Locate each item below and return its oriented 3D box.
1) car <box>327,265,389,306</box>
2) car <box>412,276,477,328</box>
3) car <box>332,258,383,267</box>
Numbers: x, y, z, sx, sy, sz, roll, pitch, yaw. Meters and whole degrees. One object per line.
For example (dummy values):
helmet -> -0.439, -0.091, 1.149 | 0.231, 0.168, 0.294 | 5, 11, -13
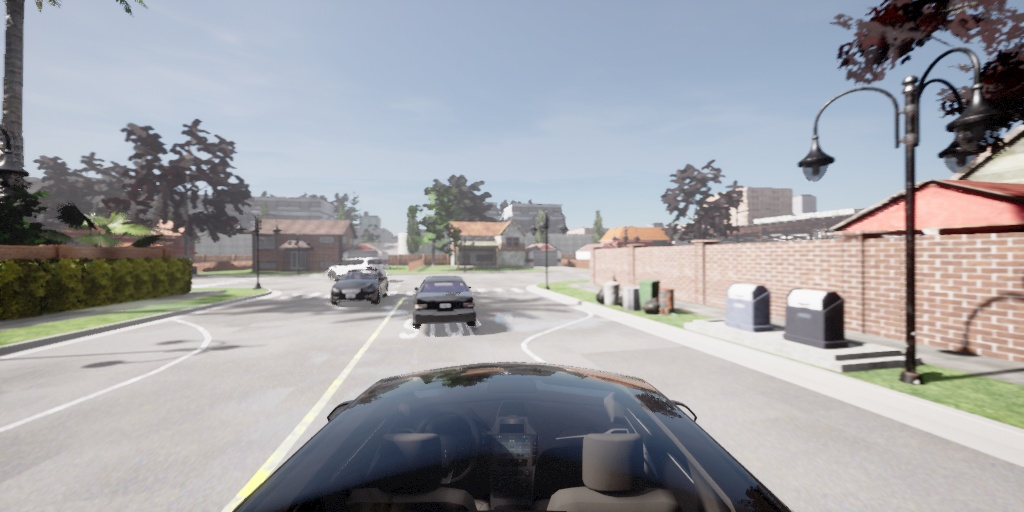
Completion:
car -> -6.958, 1.361, 16.751 | 2.128, 1.511, 4.902 | 0, 0, -12
car -> -2.242, 1.361, 11.823 | 2.033, 1.411, 5.357 | 0, 0, -12
car -> -13.933, 1.208, 32.012 | 5.566, 2.045, 2.150 | -1, -1, 26
